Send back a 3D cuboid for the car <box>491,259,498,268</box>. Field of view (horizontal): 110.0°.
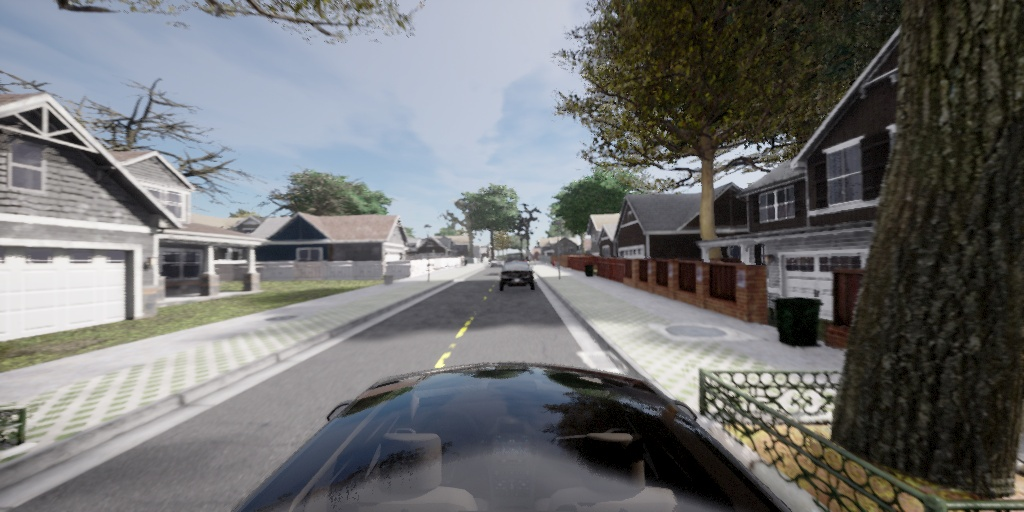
[{"bbox_3d":[-2.178,1.054,54.165,1.895,1.301,4.718,-1,0,1],"label":"car"}]

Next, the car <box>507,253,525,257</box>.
[{"bbox_3d":[0.427,0.684,36.600,2.150,2.045,5.566,-1,1,1],"label":"car"}]

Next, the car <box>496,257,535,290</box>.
[{"bbox_3d":[0.282,1.052,20.834,1.882,1.535,5.008,-1,1,1],"label":"car"}]
